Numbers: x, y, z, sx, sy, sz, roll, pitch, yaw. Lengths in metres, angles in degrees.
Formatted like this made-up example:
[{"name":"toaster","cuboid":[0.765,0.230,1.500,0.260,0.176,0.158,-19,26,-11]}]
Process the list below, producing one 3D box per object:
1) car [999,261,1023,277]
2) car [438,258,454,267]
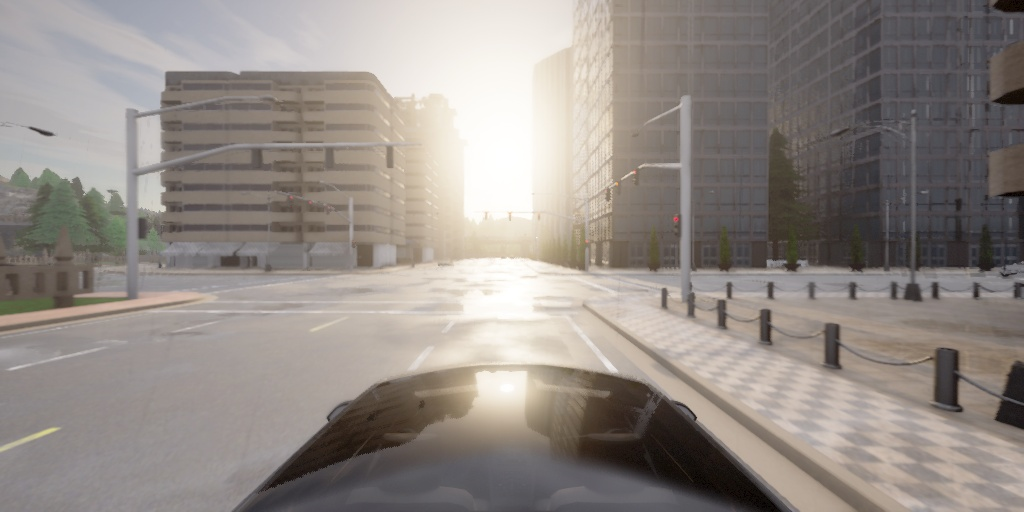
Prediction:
[{"name":"car","cuboid":[44.274,1.080,30.239,4.674,1.442,1.812,0,0,1]},{"name":"car","cuboid":[-10.485,1.030,57.062,2.033,1.411,5.357,0,1,0]}]
